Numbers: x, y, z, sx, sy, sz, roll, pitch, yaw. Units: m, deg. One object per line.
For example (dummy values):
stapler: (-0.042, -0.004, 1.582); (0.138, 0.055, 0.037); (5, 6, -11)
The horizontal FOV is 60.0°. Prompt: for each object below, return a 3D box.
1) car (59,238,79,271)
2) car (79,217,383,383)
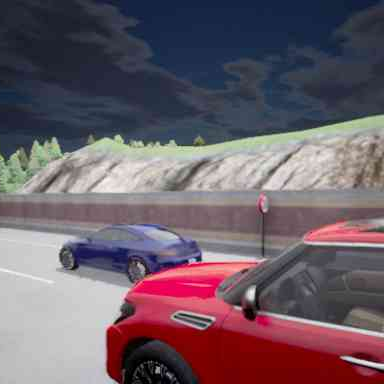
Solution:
car: (-1.883, 1.606, 9.634); (4.674, 1.442, 1.812); (-1, 0, 35)
car: (1.727, 1.224, 2.760); (5.566, 2.045, 2.150); (-1, 0, 35)
